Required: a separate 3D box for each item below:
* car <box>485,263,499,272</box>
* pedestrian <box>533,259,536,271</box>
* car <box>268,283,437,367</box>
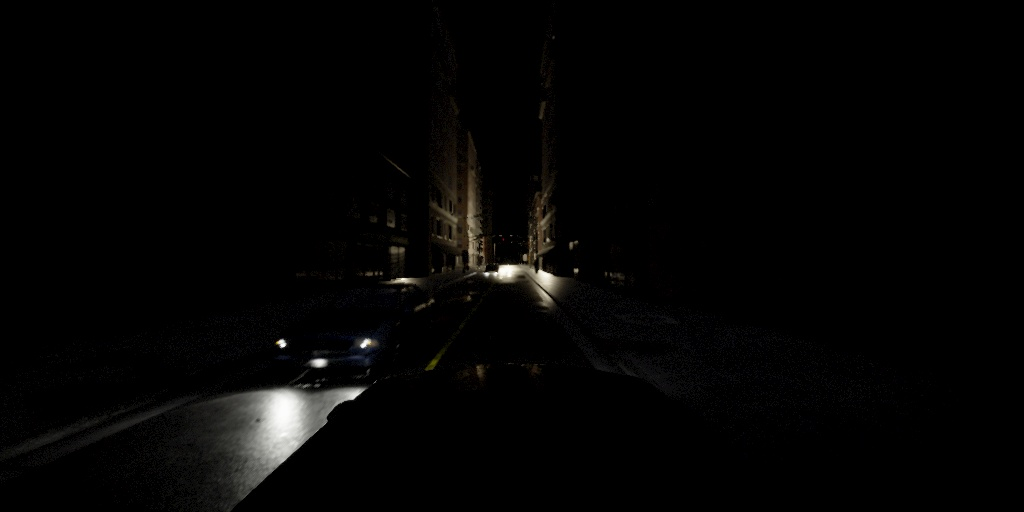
[{"bbox_3d":[-2.985,1.806,54.072,1.994,1.385,4.181,0,0,0],"label":"car"},{"bbox_3d":[3.652,1.373,56.778,0.375,1.860,0.375,0,0,0],"label":"pedestrian"},{"bbox_3d":[-3.096,1.361,8.423,2.033,1.411,5.357,0,-1,0],"label":"car"}]
